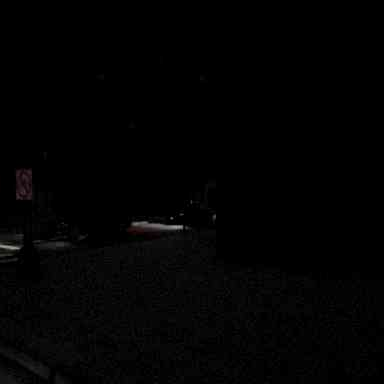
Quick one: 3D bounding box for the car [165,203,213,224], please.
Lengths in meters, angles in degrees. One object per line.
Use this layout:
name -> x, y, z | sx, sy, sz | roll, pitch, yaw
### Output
car -> -0.086, 1.581, 25.454 | 1.812, 1.442, 4.674 | 0, 0, 35

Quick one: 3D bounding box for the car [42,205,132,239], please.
car -> -5.468, 1.515, 17.905 | 1.882, 1.535, 5.008 | 0, 0, 35
